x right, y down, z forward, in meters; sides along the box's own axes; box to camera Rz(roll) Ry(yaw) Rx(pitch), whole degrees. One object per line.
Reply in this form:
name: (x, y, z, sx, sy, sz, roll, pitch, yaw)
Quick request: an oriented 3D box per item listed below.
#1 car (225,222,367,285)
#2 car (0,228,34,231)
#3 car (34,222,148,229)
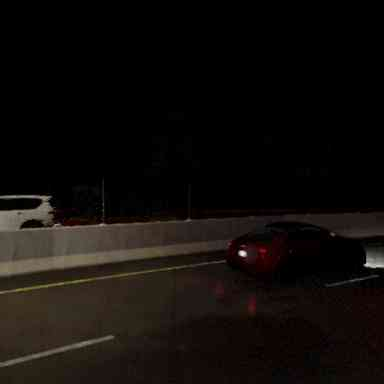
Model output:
car: (3.030, 1.551, 9.524, 4.181, 1.385, 1.994, 0, 0, -30)
car: (-8.895, 1.165, 14.687, 5.566, 2.045, 2.150, 0, 0, -34)
car: (-3.810, 1.311, 13.781, 4.553, 1.767, 2.097, 0, 0, -32)
